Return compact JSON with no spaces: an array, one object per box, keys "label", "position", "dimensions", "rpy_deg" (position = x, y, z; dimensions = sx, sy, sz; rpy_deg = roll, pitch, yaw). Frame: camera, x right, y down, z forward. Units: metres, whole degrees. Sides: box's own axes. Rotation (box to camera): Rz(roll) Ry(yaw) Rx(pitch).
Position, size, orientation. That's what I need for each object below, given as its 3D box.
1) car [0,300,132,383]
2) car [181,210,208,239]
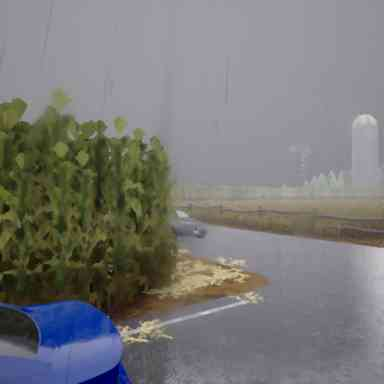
[{"label":"car","position":[-2.793,1.477,1.695],"dimensions":[5.008,1.535,1.882],"rpy_deg":[0,0,-34]},{"label":"car","position":[-1.149,1.527,16.690],"dimensions":[1.812,1.442,4.674],"rpy_deg":[0,0,-35]}]
